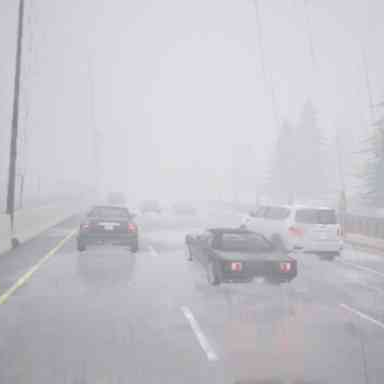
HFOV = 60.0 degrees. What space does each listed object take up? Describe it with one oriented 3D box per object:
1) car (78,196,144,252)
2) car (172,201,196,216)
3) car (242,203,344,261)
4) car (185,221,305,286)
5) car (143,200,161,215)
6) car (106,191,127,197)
[{"bbox_3d":[-3.343,1.251,13.659,2.097,1.767,4.553,3,0,-12],"label":"car"},{"bbox_3d":[-0.890,1.694,35.011,2.033,1.411,5.357,3,0,-12],"label":"car"},{"bbox_3d":[3.800,1.498,13.753,2.150,2.045,5.566,3,0,-12],"label":"car"},{"bbox_3d":[1.078,1.712,9.766,1.895,1.301,4.718,3,0,-12],"label":"car"},{"bbox_3d":[-4.305,1.510,34.266,2.033,1.411,5.357,3,0,-12],"label":"car"},{"bbox_3d":[-8.941,0.968,39.165,2.150,2.045,5.566,3,0,-12],"label":"car"}]
